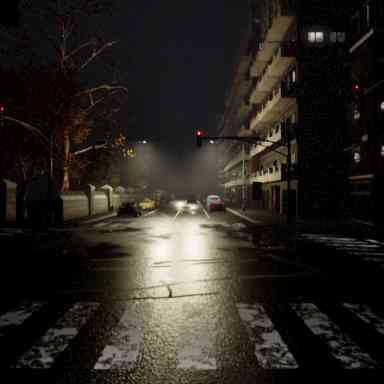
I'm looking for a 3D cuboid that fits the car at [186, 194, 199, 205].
[{"bbox_3d":[-0.006,1.585,59.507,2.033,1.411,5.357,0,0,0],"label":"car"}]

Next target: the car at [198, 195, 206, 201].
[{"bbox_3d":[2.683,1.527,87.092,1.967,1.590,4.097,0,0,0],"label":"car"}]

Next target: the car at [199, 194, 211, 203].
[{"bbox_3d":[2.686,1.369,70.203,2.192,1.841,5.009,0,0,0],"label":"car"}]

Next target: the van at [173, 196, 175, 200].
[{"bbox_3d":[-5.697,1.416,81.462,1.690,1.788,3.998,0,0,0],"label":"van"}]

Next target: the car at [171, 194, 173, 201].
[{"bbox_3d":[-5.695,1.494,70.202,1.967,1.590,4.097,0,0,0],"label":"car"}]

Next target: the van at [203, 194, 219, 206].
[{"bbox_3d":[2.689,1.358,42.052,1.690,1.788,3.998,0,0,0],"label":"van"}]

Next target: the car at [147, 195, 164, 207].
[{"bbox_3d":[-5.692,1.337,47.681,2.192,1.841,5.009,0,0,0],"label":"car"}]

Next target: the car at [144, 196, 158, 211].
[{"bbox_3d":[-5.691,1.542,41.881,1.752,1.417,4.829,0,0,0],"label":"car"}]

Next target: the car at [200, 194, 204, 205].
[{"bbox_3d":[2.688,1.469,53.312,1.967,1.590,4.097,0,0,0],"label":"car"}]

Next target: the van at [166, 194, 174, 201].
[{"bbox_3d":[-5.697,1.428,87.091,1.690,1.788,3.998,0,0,0],"label":"van"}]

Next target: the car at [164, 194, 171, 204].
[{"bbox_3d":[-5.694,1.485,64.572,1.967,1.590,4.097,0,0,0],"label":"car"}]

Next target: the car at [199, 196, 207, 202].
[{"bbox_3d":[2.683,1.619,81.463,1.887,1.381,4.507,0,0,0],"label":"car"}]

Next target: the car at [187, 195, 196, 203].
[{"bbox_3d":[-0.006,1.431,69.926,1.837,1.490,4.892,0,0,0],"label":"car"}]

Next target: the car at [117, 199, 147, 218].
[{"bbox_3d":[-5.690,1.574,30.790,1.947,1.339,4.313,0,0,0],"label":"car"}]

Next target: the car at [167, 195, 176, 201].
[{"bbox_3d":[-5.698,1.651,92.721,2.008,1.369,4.403,0,0,0],"label":"car"}]

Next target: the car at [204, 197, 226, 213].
[{"bbox_3d":[2.689,1.556,36.421,1.887,1.381,4.507,0,0,0],"label":"car"}]
